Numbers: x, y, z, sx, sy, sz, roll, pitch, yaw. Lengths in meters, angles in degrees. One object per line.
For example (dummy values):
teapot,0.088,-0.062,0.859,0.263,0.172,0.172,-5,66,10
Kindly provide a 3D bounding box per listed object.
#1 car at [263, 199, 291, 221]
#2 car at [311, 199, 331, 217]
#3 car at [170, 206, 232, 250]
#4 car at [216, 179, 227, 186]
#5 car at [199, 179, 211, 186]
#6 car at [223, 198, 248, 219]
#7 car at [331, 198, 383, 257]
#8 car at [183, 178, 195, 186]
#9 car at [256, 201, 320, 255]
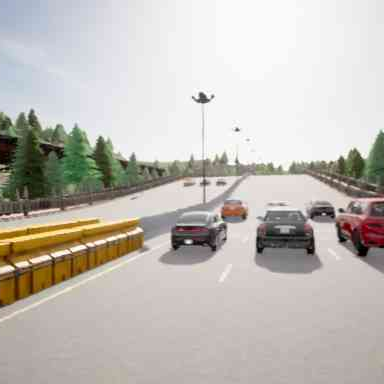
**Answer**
car,7.181,1.458,28.370,2.033,1.411,5.357,-1,2,13
car,10.661,1.358,27.871,1.837,1.490,4.892,-1,2,13
car,0.434,1.613,14.868,1.837,1.490,4.892,-1,0,13
car,6.187,-2.148,70.532,1.895,1.301,4.718,-1,6,13
car,2.779,-2.097,71.328,1.895,1.301,4.718,-1,6,13
car,3.790,1.308,29.246,2.097,1.767,4.553,-1,2,13
car,7.167,1.220,12.954,2.150,2.045,5.566,-1,0,13
car,-0.627,-2.167,72.140,1.882,1.535,5.008,-1,6,13
car,3.784,1.404,13.843,2.097,1.767,4.553,-1,-1,13
